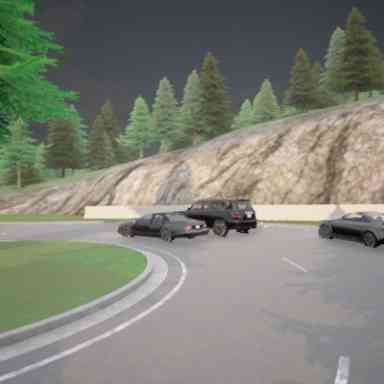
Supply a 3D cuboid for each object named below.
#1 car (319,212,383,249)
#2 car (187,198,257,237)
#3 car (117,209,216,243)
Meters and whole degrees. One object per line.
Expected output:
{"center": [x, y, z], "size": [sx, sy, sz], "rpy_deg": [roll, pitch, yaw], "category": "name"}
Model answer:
{"center": [7.560, 1.560, 14.756], "size": [1.994, 1.385, 4.181], "rpy_deg": [-1, -1, -15], "category": "car"}
{"center": [1.156, 1.405, 19.383], "size": [2.150, 2.045, 5.566], "rpy_deg": [0, -2, -43], "category": "car"}
{"center": [-1.664, 1.773, 17.464], "size": [5.357, 1.411, 2.033], "rpy_deg": [-2, -1, 40], "category": "car"}
